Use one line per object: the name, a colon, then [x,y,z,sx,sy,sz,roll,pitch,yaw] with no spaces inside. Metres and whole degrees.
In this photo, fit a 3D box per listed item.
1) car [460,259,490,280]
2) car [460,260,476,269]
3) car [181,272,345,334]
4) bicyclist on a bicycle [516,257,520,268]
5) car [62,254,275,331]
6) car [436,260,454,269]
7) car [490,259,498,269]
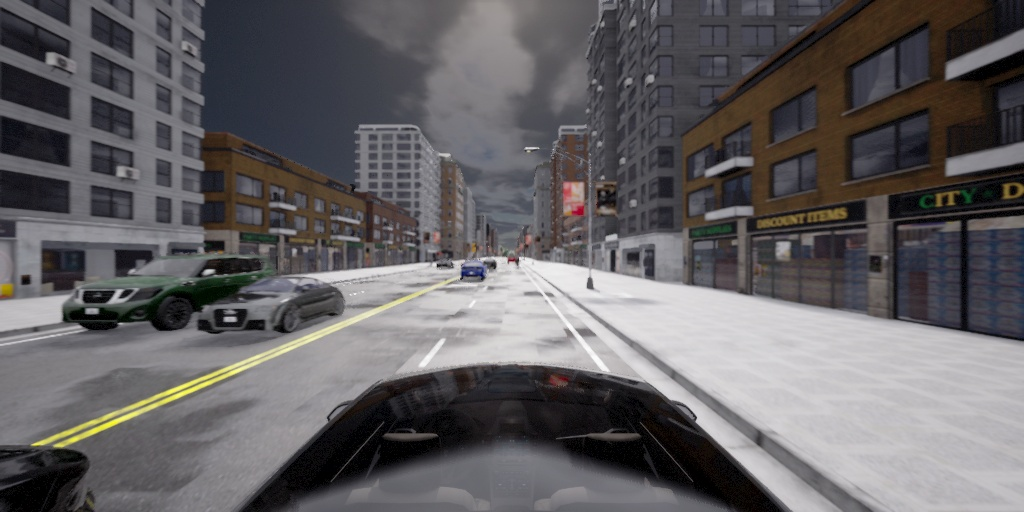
car: [-3.153,1.163,30.400,1.882,1.535,5.008,0,0,0]
car: [-6.557,1.234,53.837,1.895,1.301,4.718,0,0,1]
car: [-6.600,1.294,10.385,1.994,1.385,4.181,0,0,0]
bicyclist on a bicycle: [0.891,1.003,53.986,0.659,1.776,1.843,0,0,0]
car: [-9.850,0.953,11.175,2.150,2.045,5.566,0,0,0]
car: [-9.812,1.236,52.548,1.895,1.301,4.718,0,0,0]
car: [-3.151,1.115,51.549,1.882,1.535,5.008,0,0,0]
